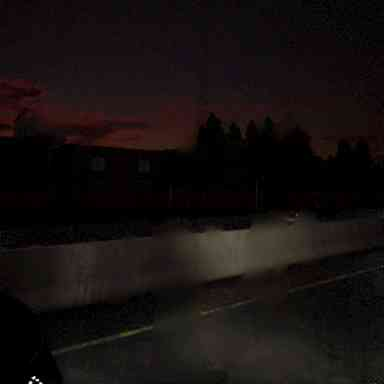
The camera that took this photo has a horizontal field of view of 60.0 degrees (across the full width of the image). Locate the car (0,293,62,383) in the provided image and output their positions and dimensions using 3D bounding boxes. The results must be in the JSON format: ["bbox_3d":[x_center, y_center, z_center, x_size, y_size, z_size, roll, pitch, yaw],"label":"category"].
[{"bbox_3d":[-3.448,1.216,1.287,5.566,2.045,2.150,0,0,-36],"label":"car"}]
